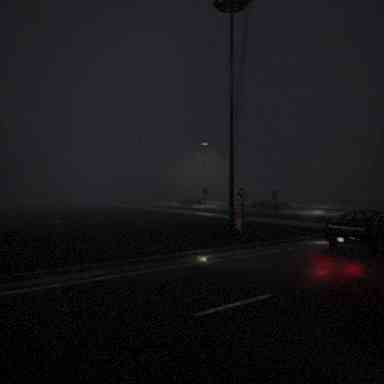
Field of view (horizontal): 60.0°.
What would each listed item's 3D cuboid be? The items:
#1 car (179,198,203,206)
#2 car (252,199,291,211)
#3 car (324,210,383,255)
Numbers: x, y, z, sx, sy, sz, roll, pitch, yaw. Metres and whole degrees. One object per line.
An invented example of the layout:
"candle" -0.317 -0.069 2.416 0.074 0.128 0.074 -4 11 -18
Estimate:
"car" -0.107 1.569 54.947 1.895 1.301 4.718 0 0 -35
"car" 9.650 1.566 40.802 1.895 1.301 4.718 0 0 -35
"car" 7.264 1.477 13.238 4.902 1.511 2.128 0 0 -35
